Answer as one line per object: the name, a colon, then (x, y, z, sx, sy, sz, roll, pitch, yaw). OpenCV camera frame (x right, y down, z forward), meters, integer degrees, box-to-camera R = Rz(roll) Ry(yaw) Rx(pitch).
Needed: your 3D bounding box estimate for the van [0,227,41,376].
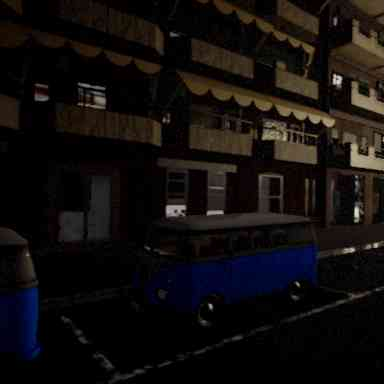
van: (-3.709, 1.339, 3.421, 3.998, 1.788, 1.690, 0, 1, -36)

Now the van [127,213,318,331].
van: (0.790, 1.352, 6.641, 3.998, 1.788, 1.690, 0, 1, -36)
